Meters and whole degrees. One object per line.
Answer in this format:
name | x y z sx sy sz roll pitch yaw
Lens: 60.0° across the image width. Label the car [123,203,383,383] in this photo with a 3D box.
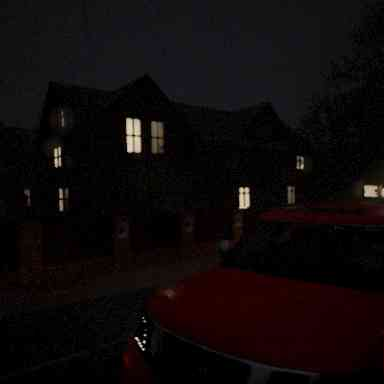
car | 1.804 1.207 4.283 2.150 2.045 5.566 0 0 42
